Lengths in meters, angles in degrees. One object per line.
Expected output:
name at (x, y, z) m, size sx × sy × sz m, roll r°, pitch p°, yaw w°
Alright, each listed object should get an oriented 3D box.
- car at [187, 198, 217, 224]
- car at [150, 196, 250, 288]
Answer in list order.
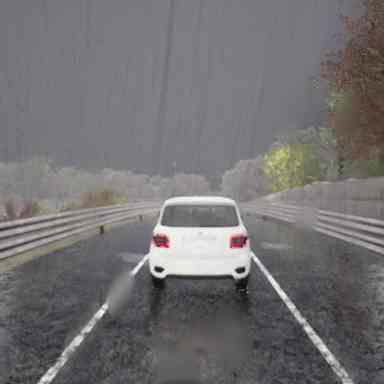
car at (0.754, 1.338, 24.926) m, size 2.097 × 1.767 × 4.553 m, roll 0°, pitch -1°, yaw 2°
car at (0.230, 1.106, 9.083) m, size 2.150 × 2.045 × 5.566 m, roll 0°, pitch 0°, yaw 2°
